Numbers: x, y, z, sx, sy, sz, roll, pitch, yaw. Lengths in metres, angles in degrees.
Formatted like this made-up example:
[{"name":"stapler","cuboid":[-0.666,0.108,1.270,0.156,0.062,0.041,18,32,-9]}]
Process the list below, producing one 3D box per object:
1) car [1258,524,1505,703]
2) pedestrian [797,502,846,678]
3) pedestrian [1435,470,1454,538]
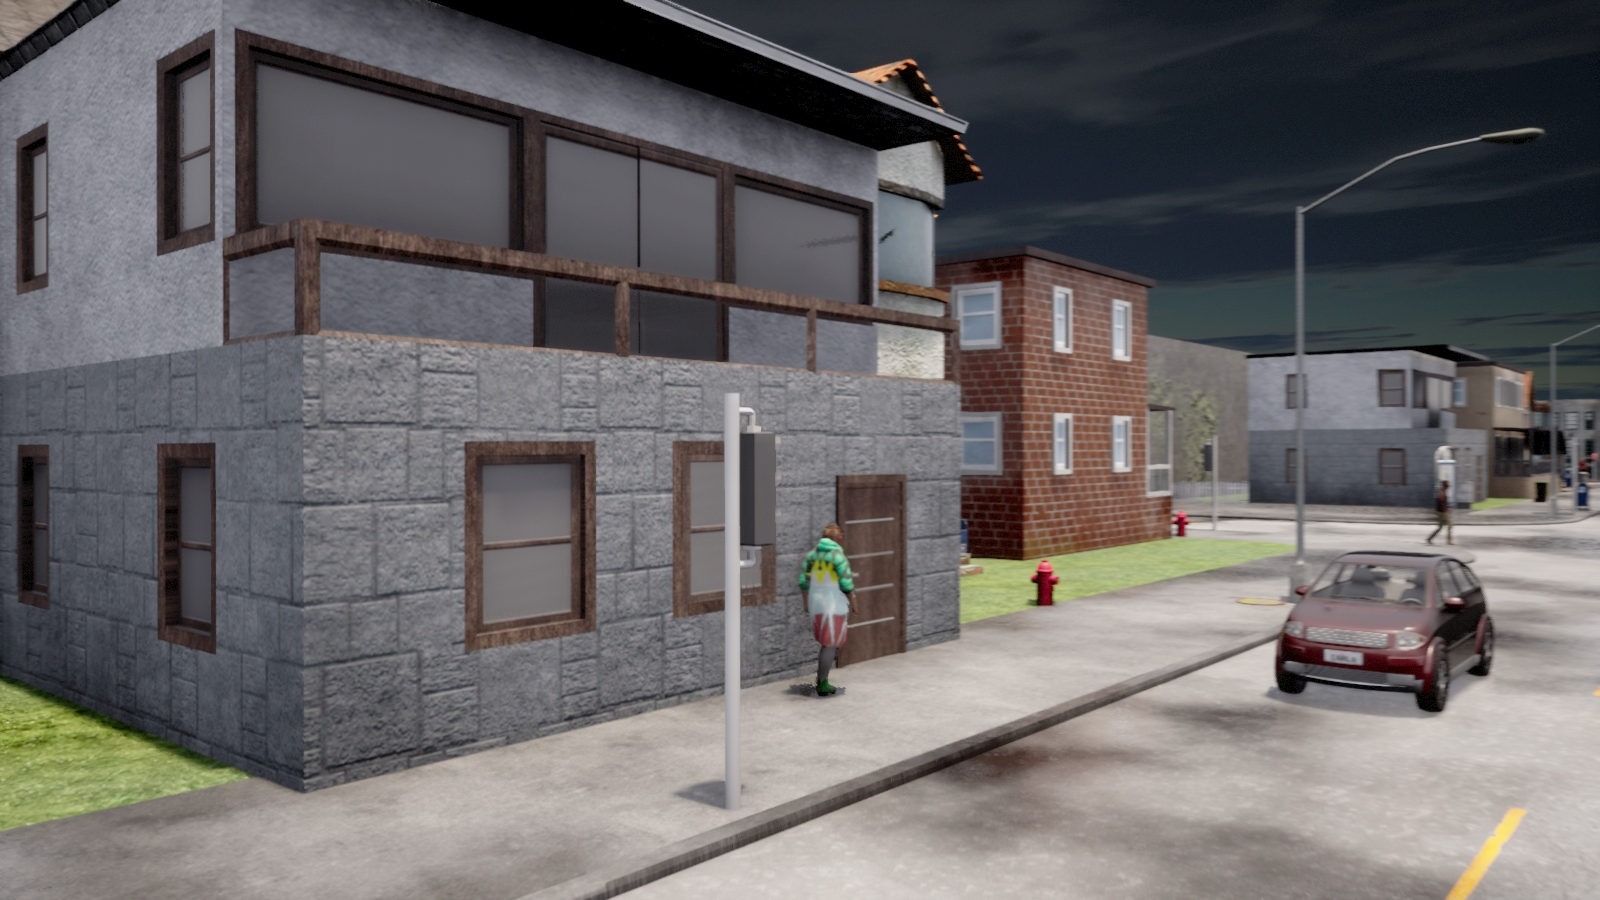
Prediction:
[{"name":"car","cuboid":[6.980,1.782,13.541,1.789,1.549,3.705,0,0,41]},{"name":"pedestrian","cuboid":[0.238,1.505,12.455,0.375,1.860,0.375,0,0,40]},{"name":"pedestrian","cuboid":[17.653,1.474,31.305,0.375,1.860,0.375,0,0,41]}]
